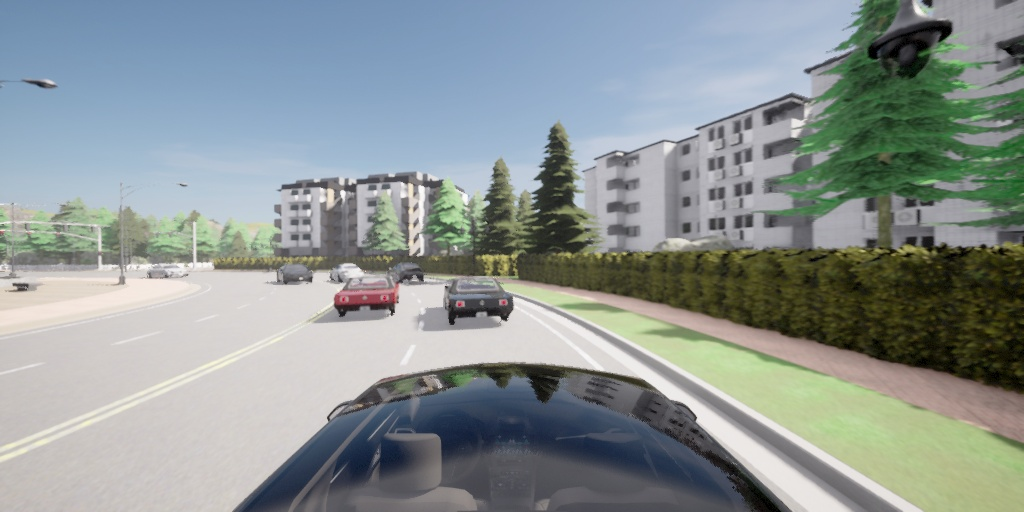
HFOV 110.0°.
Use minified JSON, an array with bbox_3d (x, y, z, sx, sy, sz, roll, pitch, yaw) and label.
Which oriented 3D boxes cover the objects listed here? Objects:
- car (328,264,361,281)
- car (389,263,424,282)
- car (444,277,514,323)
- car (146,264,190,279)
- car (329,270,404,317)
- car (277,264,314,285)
[{"bbox_3d":[-13.725,1.378,29.760,1.812,1.442,4.674,0,0,-38],"label":"car"},{"bbox_3d":[-8.527,1.304,28.556,1.837,1.490,4.892,0,0,-33],"label":"car"},{"bbox_3d":[-1.324,1.352,12.178,1.895,1.301,4.718,-1,0,-13],"label":"car"},{"bbox_3d":[-35.893,1.587,37.381,4.674,1.442,1.812,-1,0,21],"label":"car"},{"bbox_3d":[-5.276,1.389,13.582,1.895,1.301,4.718,-1,0,-15],"label":"car"},{"bbox_3d":[-16.828,1.363,27.765,1.882,1.535,5.008,0,0,-40],"label":"car"}]
